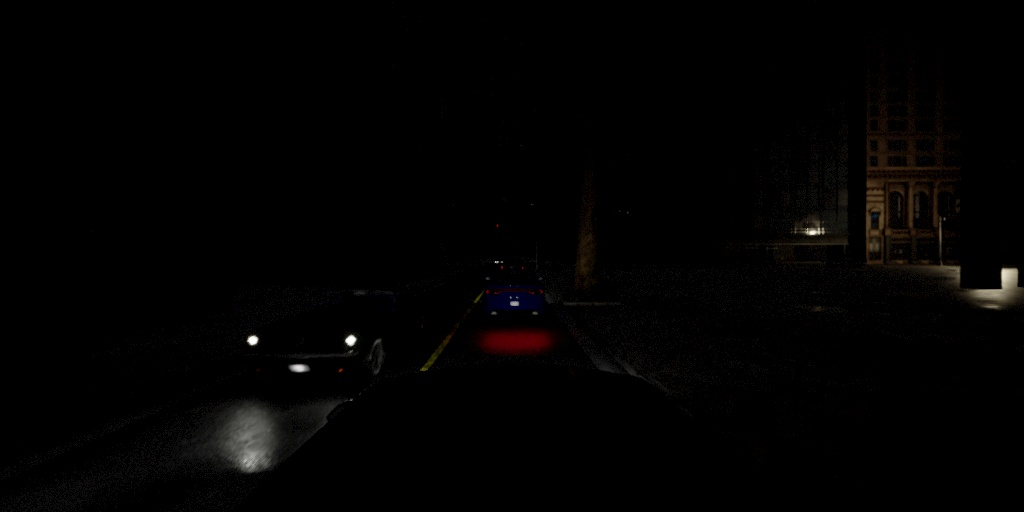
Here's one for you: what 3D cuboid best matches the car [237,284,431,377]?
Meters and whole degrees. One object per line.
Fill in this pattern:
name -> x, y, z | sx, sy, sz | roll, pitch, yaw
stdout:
car -> -3.114, 1.314, 7.441 | 1.895, 1.301, 4.718 | 0, 0, 0

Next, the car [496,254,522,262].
car -> 0.026, 0.933, 28.996 | 2.097, 1.767, 4.553 | 0, 0, 0

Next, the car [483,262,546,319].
car -> 0.069, 1.159, 12.516 | 1.882, 1.535, 5.008 | 0, 1, 0
